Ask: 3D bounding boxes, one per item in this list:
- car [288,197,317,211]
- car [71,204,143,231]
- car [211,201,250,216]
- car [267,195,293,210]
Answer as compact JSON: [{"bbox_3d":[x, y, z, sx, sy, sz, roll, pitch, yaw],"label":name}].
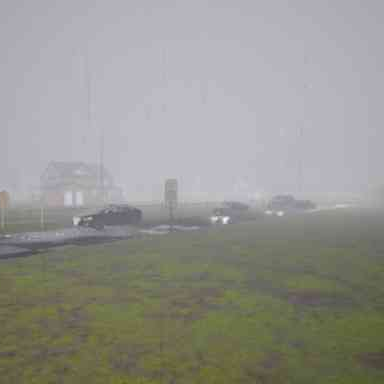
[{"bbox_3d":[15.068,1.735,44.376,2.033,1.411,5.357,0,0,36],"label":"car"},{"bbox_3d":[-5.274,1.536,21.211,2.128,1.511,4.902,0,0,36],"label":"car"},{"bbox_3d":[4.119,1.659,34.232,2.033,1.411,5.357,0,0,36],"label":"car"},{"bbox_3d":[12.275,1.392,45.445,2.150,2.045,5.566,0,1,36],"label":"car"}]
